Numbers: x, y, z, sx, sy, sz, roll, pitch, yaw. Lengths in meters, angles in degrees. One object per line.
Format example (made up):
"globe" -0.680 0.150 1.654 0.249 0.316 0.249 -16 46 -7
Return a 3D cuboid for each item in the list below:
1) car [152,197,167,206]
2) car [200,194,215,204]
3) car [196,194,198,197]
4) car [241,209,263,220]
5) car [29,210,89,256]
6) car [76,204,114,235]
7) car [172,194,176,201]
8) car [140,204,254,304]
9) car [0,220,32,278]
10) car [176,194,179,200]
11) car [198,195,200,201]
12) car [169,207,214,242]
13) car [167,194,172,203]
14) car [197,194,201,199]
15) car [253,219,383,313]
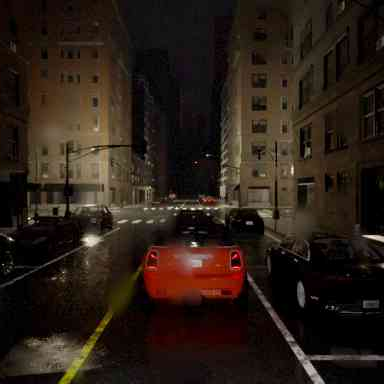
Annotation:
"car" -5.701 1.618 55.569 1.802 1.307 4.206 0 0 0
"car" 2.823 1.476 55.566 1.967 1.590 4.097 0 0 0
"car" 2.843 1.560 88.019 1.967 1.590 4.097 0 0 0
"car" 2.834 1.566 18.475 1.947 1.339 4.313 0 0 0
"car" -5.685 1.582 12.964 1.802 1.307 4.206 0 0 0
"car" -5.691 1.441 18.466 1.967 1.590 4.097 0 0 0
"car" -5.685 1.626 82.441 1.752 1.417 4.829 0 0 0
"car" 0.053 1.352 8.334 2.097 1.767 4.553 0 0 0
"car" -5.678 1.565 7.463 1.947 1.339 4.313 0 0 0
"car" -5.679 1.457 93.429 2.192 1.841 5.009 0 0 0
"car" 2.831 1.607 66.383 2.008 1.369 4.403 0 0 0
"car" -0.016 1.564 16.988 1.994 1.385 4.181 0 0 0
"car" -5.694 1.606 66.385 2.008 1.369 4.403 0 0 0
"car" 2.836 1.524 77.202 1.967 1.590 4.097 0 0 0
"car" 2.847 1.551 7.473 2.008 1.369 4.403 0 0 0
